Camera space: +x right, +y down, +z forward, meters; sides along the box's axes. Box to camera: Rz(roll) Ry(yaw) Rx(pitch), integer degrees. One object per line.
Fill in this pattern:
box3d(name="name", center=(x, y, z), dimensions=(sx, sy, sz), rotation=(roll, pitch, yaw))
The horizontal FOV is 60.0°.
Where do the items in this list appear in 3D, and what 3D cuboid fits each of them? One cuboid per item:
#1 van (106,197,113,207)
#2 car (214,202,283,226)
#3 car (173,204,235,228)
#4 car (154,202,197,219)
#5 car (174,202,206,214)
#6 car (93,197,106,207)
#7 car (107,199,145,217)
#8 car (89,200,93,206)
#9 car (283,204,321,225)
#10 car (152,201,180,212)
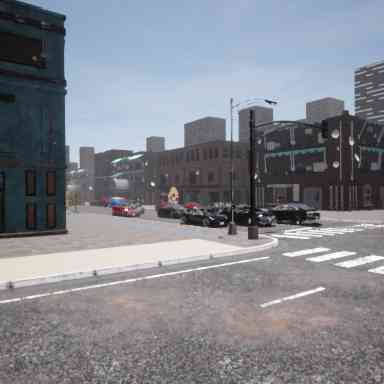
box3d(name="van", center=(-13.228, 1.906, 58.936), dimensions=(1.690, 1.788, 3.998), rotation=(-1, 0, -36))
box3d(name="car", center=(4.017, 1.705, 24.800), dimensions=(1.837, 1.490, 4.892), rotation=(-1, 0, -34))
box3d(name="car", center=(0.797, 1.814, 24.686), dimensions=(1.947, 1.339, 4.313), rotation=(-2, 0, -36))
box3d(name="car", center=(-1.760, 1.879, 32.961), dimensions=(1.994, 1.385, 4.181), rotation=(-1, 0, -35))
box3d(name="car", center=(-0.353, 1.903, 40.921), dimensions=(1.802, 1.307, 4.206), rotation=(-2, 0, -36))
box3d(name="car", center=(-16.446, 1.939, 63.440), dimensions=(2.192, 1.841, 5.009), rotation=(-1, 0, -36))
box3d(name="car", center=(-7.173, 1.846, 36.048), dimensions=(1.967, 1.590, 4.097), rotation=(-1, 0, -36))
box3d(name="car", center=(-19.659, 2.227, 67.944), dimensions=(1.887, 1.381, 4.507), rotation=(-1, 0, -36))
box3d(name="car", center=(7.371, 1.645, 25.411), dimensions=(2.128, 1.511, 4.902), rotation=(-1, 0, -36))
box3d(name="car", center=(-3.569, 1.965, 45.425), dimensions=(1.802, 1.307, 4.206), rotation=(-2, 0, -36))
